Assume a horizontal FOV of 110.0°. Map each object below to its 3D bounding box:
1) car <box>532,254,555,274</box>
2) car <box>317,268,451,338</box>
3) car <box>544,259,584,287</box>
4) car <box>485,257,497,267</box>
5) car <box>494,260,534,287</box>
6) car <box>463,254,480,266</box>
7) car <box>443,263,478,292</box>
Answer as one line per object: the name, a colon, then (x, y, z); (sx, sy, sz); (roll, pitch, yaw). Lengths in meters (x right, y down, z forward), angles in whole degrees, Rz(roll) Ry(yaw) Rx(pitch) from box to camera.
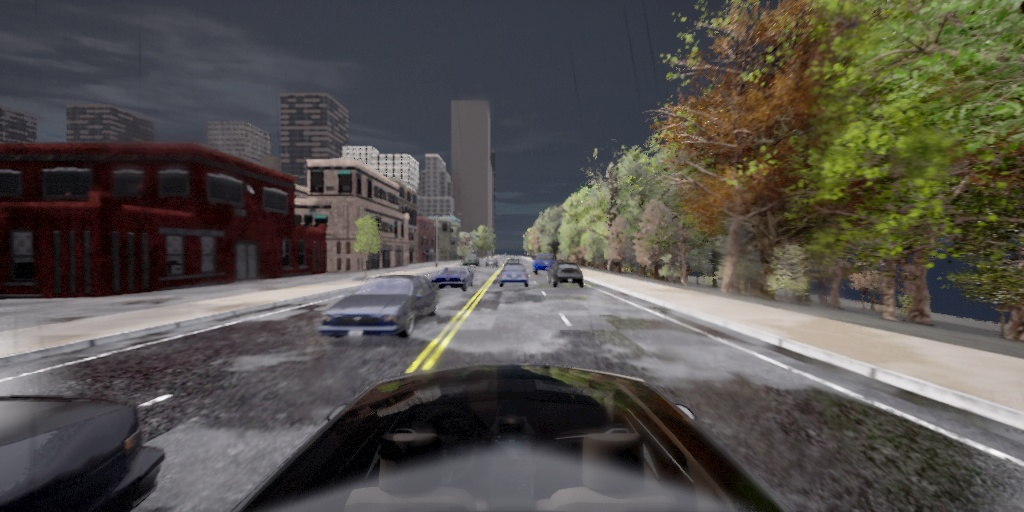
car: (3.314, 0.794, 37.199); (2.150, 2.045, 5.566); (0, 1, 1)
car: (-3.341, 1.255, 10.341); (2.033, 1.411, 5.357); (0, 0, 0)
car: (3.358, 1.147, 23.097); (1.837, 1.490, 4.892); (0, 0, 0)
car: (-3.271, 0.955, 57.813); (2.128, 1.511, 4.902); (0, 0, 1)
car: (0.112, 1.189, 23.518); (2.033, 1.411, 5.357); (0, 0, 0)
car: (-6.513, 0.694, 58.248); (2.150, 2.045, 5.566); (0, 0, 1)
car: (-3.294, 1.256, 20.631); (1.895, 1.301, 4.718); (0, 0, 0)
